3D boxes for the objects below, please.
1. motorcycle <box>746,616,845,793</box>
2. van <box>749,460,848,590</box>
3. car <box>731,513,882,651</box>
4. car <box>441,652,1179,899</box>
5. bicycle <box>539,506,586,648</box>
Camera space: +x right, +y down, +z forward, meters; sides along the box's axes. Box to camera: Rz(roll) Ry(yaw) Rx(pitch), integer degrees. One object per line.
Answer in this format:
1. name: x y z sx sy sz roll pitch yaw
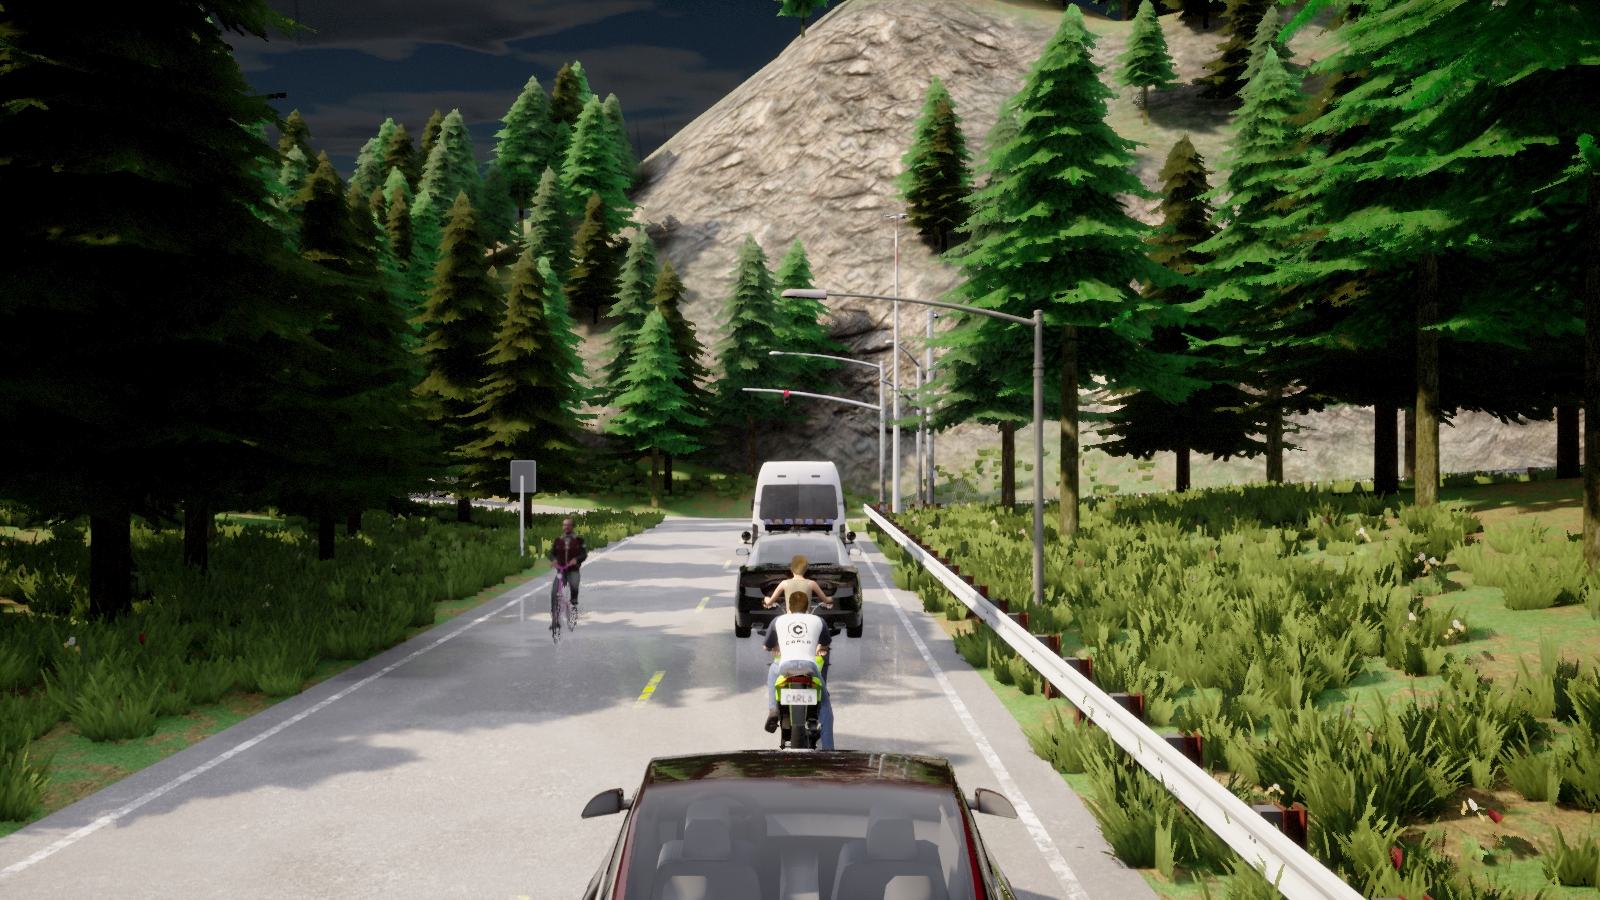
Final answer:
1. motorcycle: -0.033 2.213 10.287 0.803 1.145 2.033 0 0 0
2. van: -0.039 1.534 25.918 1.988 2.561 5.915 0 0 0
3. car: 0.090 1.982 18.501 2.097 1.638 5.238 0 0 0
4. car: 0.027 2.063 5.080 2.163 1.488 4.792 0 0 0
5. bicycle: -3.523 1.836 17.026 0.329 1.919 1.835 0 0 0
